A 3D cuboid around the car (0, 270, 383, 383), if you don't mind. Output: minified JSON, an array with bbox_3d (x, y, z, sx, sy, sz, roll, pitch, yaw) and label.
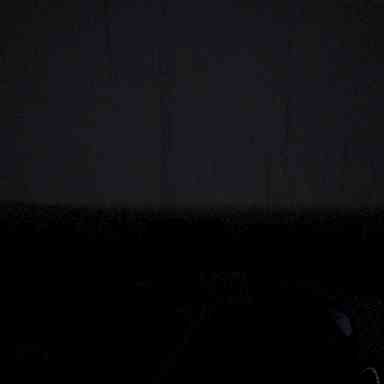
[{"bbox_3d":[0.052,1.565,3.107,5.357,1.411,2.033,1,0,-36],"label":"car"}]
